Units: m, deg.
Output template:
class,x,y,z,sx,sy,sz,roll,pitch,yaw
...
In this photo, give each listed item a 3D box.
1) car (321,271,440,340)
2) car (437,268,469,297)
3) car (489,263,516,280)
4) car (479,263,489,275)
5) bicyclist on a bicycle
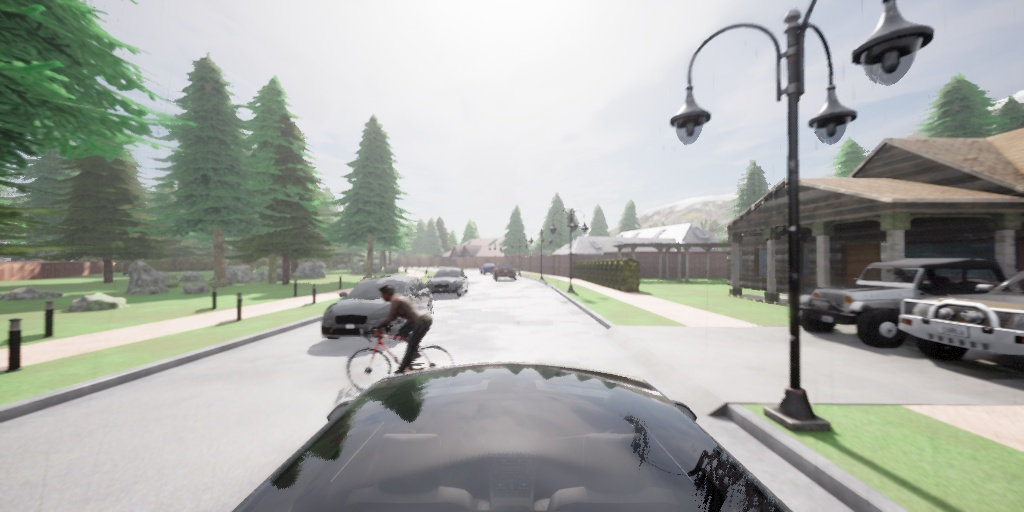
class,x,y,z,sx,sy,sz,roll,pitch,yaw
car,-3.586,1.350,10.384,1.837,1.490,4.892,0,-1,0
car,-3.601,1.460,20.635,1.837,1.490,4.892,0,-1,0
car,-0.873,1.482,36.577,2.097,1.767,4.553,0,-1,-7
car,-3.205,1.741,48.838,1.882,1.535,5.008,0,-1,-14
bicyclist on a bicycle,-1.693,1.243,5.403,1.656,1.620,0.582,-2,-1,0
